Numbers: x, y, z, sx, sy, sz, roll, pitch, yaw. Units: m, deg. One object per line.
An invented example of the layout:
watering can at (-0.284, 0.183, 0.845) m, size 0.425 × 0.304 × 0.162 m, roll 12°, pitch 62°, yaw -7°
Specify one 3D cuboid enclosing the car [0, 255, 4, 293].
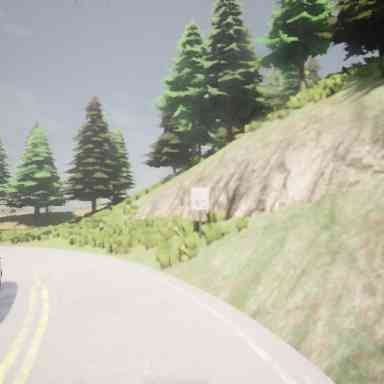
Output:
car at (-5.001, 1.688, 6.766) m, size 1.812 × 1.442 × 4.674 m, roll 1°, pitch -4°, yaw -25°
